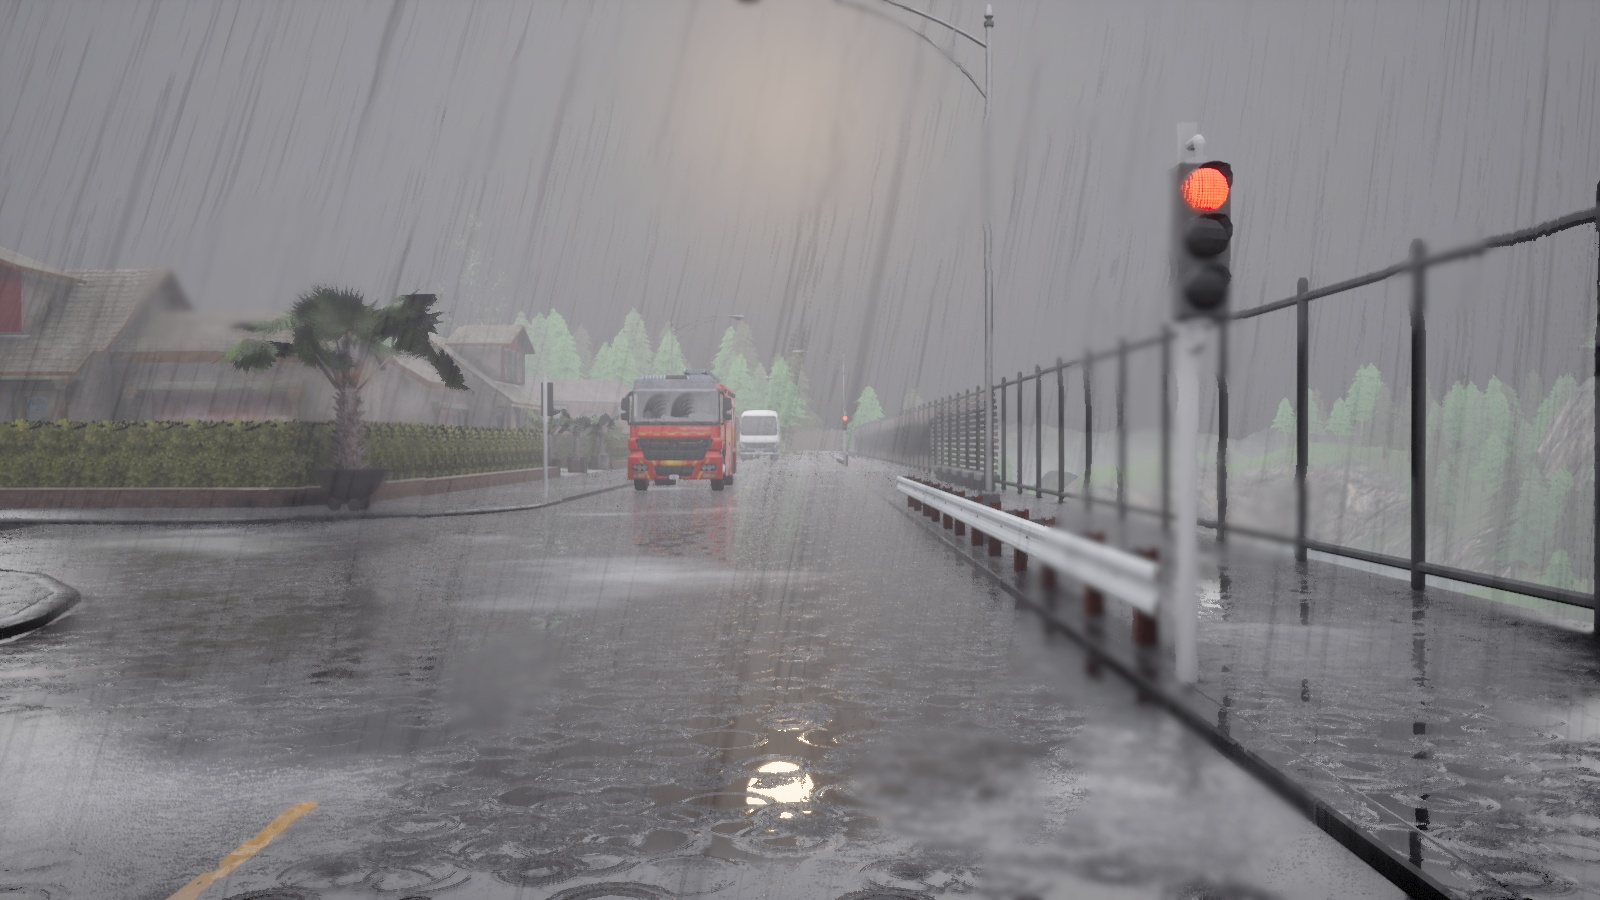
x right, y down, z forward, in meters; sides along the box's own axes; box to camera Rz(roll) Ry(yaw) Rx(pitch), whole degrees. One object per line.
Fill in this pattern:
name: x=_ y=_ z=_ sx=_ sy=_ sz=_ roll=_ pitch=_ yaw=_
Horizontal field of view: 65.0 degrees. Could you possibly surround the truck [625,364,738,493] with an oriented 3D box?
truck: x=-3.747 y=-0.664 z=41.567 sx=2.891 sy=3.827 sz=8.468 roll=0 pitch=0 yaw=0
